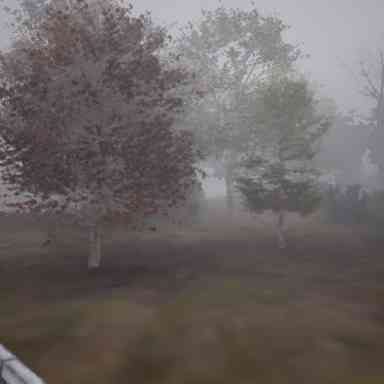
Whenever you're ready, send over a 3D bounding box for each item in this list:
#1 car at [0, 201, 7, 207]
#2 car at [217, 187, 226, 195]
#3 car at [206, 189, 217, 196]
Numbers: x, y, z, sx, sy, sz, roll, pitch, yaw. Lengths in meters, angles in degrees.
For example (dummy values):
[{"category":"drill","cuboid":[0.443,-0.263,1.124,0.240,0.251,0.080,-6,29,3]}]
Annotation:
[{"category":"car","cuboid":[-37.852,2.334,64.362,4.718,1.301,1.895,-1,-1,12]},{"category":"car","cuboid":[7.991,-0.311,90.156,5.566,2.045,2.435,-4,1,-33]},{"category":"car","cuboid":[3.150,0.271,86.988,5.366,1.575,1.946,-4,1,-33]}]
